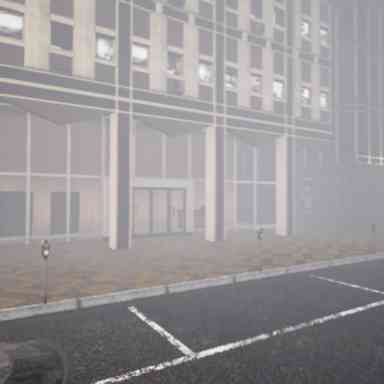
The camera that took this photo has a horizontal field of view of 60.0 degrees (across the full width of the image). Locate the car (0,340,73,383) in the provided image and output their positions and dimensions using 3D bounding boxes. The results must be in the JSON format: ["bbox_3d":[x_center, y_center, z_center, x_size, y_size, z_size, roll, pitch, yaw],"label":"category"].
[{"bbox_3d":[-2.843,1.545,1.342,4.674,1.442,1.812,1,-1,-31],"label":"car"}]
